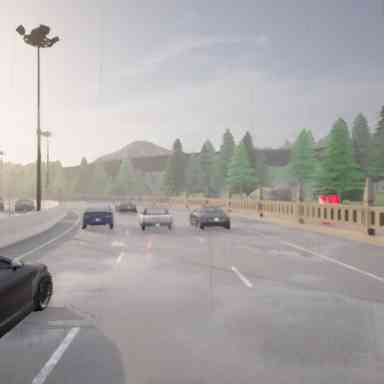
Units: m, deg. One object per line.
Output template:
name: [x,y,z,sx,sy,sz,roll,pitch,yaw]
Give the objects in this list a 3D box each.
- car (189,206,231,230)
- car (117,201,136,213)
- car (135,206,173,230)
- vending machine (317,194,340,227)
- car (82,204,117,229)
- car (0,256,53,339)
car: [1.052,1.602,21.698,1.994,1.385,4.181,0,0,-12]
car: [-7.736,1.672,38.588,1.994,1.385,4.181,0,0,-22]
car: [-2.474,1.654,21.702,1.895,1.301,4.718,0,0,-12]
vending machine: [9.106,1.201,22.154,1.100,2.100,0.880,0,0,-11]
car: [-6.300,1.549,22.666,1.882,1.535,5.008,0,0,-13]
car: [-3.739,1.590,5.081,1.994,1.385,4.181,0,0,-3]
